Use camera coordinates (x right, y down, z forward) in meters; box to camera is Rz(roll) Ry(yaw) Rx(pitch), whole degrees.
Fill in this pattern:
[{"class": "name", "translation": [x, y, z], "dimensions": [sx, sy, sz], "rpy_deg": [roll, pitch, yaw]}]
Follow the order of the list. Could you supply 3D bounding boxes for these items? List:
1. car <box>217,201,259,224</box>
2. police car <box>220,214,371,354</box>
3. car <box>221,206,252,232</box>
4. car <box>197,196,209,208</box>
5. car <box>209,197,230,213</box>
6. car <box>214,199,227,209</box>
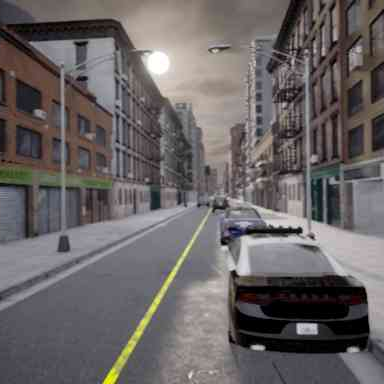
[{"class": "car", "translation": [2.408, 1.505, 16.438], "dimensions": [2.097, 1.767, 4.553], "rpy_deg": [-1, -1, 5]}, {"class": "police car", "translation": [1.603, 1.480, 6.610], "dimensions": [1.930, 1.638, 5.238], "rpy_deg": [-1, -1, 5]}, {"class": "car", "translation": [2.904, 1.739, 22.445], "dimensions": [1.812, 1.442, 4.674], "rpy_deg": [-1, -1, 5]}, {"class": "car", "translation": [2.088, 1.823, 60.247], "dimensions": [2.150, 2.045, 5.566], "rpy_deg": [-1, -1, 5]}, {"class": "car", "translation": [3.731, 1.643, 43.543], "dimensions": [2.150, 2.045, 5.566], "rpy_deg": [-1, -1, 5]}, {"class": "car", "translation": [4.928, 2.036, 58.134], "dimensions": [2.128, 1.511, 4.902], "rpy_deg": [-1, -1, 5]}]
